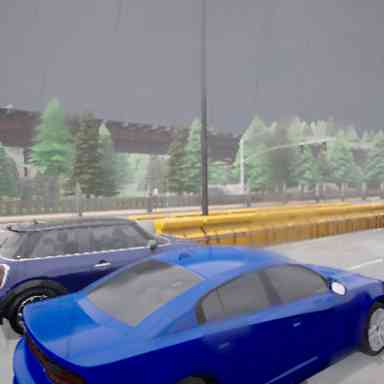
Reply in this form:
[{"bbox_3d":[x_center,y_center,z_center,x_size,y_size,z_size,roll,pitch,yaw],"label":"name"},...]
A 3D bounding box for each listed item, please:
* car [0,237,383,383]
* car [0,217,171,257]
[{"bbox_3d":[0.600,1.431,4.179,5.008,1.535,1.882,-1,1,-36],"label":"car"},{"bbox_3d":[-1.680,1.312,6.847,4.553,1.767,2.097,-1,1,-36],"label":"car"}]
